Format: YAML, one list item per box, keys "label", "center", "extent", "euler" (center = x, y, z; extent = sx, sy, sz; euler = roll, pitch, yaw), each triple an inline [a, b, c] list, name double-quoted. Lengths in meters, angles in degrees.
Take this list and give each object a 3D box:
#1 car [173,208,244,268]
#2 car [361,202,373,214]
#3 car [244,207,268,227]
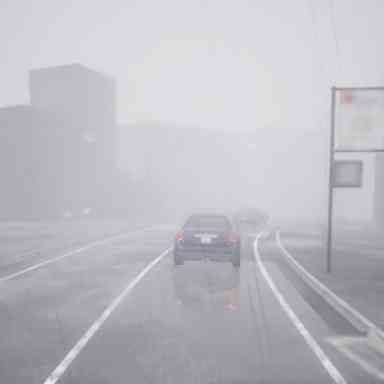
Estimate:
- label: "car"
  center: [0.730, 1.483, 12.052]
  extent: [2.097, 1.767, 4.553]
  euler: [1, -1, 8]
- label: "car"
  center: [30.837, 2.671, 55.370]
  extent: [5.566, 2.045, 2.150]
  euler: [3, 3, -21]
- label: "car"
  center: [4.656, 1.916, 26.177]
  extent: [1.994, 1.385, 4.181]
  euler: [2, 0, 25]
